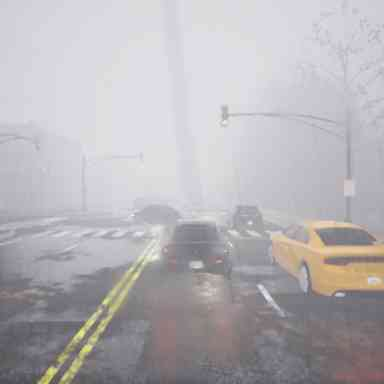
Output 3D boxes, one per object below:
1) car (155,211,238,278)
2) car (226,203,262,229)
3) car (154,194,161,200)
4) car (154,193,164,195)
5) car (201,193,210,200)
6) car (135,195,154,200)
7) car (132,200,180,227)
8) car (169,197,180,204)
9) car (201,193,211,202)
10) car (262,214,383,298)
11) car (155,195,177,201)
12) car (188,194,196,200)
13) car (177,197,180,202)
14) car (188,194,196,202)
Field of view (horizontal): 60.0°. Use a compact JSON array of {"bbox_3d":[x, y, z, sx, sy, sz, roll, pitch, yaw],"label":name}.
[{"bbox_3d":[0.097,1.521,9.999,1.812,1.442,4.674,0,0,0],"label":"car"},{"bbox_3d":[3.347,1.498,21.582,1.837,1.490,4.892,0,1,0],"label":"car"},{"bbox_3d":[-6.580,1.449,53.909,1.882,1.535,5.008,0,0,0],"label":"car"},{"bbox_3d":[-6.512,1.186,64.531,2.150,2.045,5.566,0,0,0],"label":"car"},{"bbox_3d":[3.234,1.138,83.040,2.097,1.767,4.553,0,0,0],"label":"car"},{"bbox_3d":[-6.595,1.456,43.529,1.882,1.535,5.008,0,0,0],"label":"car"},{"bbox_3d":[-2.440,1.516,22.747,1.812,1.442,4.674,1,0,-32],"label":"car"},{"bbox_3d":[-3.262,1.566,63.064,1.895,1.301,4.718,0,0,0],"label":"car"},{"bbox_3d":[3.235,1.490,72.652,2.033,1.411,5.357,0,0,0],"label":"car"},{"bbox_3d":[3.351,1.474,8.595,1.882,1.535,5.008,0,0,0],"label":"car"},{"bbox_3d":[-3.345,1.504,42.854,1.812,1.442,4.674,0,0,0],"label":"car"},{"bbox_3d":[-0.016,1.261,83.069,1.882,1.535,5.008,0,0,0],"label":"car"},{"bbox_3d":[-3.340,1.498,52.903,1.812,1.442,4.674,0,0,1],"label":"car"},{"bbox_3d":[-0.015,1.546,73.097,1.895,1.301,4.718,0,0,0],"label":"car"}]
